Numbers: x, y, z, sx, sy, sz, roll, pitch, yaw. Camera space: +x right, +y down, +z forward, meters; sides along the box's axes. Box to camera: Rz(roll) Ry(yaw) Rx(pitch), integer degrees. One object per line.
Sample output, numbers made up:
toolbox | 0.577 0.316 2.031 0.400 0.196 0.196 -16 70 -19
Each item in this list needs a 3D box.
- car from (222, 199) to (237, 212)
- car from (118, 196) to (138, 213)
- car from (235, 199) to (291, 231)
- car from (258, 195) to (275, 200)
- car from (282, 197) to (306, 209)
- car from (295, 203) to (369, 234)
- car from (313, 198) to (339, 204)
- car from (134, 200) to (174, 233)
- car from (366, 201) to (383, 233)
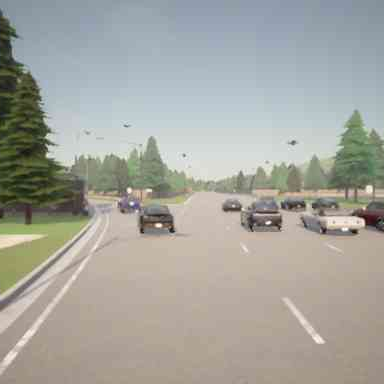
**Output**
car | 4.408 1.430 36.875 1.994 1.385 4.181 0 0 1
car | -6.691 1.248 35.424 2.097 1.767 4.553 0 0 -18
car | 4.058 1.415 19.931 2.128 1.511 4.902 0 0 1
car | 7.891 1.213 36.042 2.097 1.767 4.553 0 0 1
car | 11.431 1.325 37.847 1.882 1.535 5.008 0 0 1
car | 7.530 1.522 18.463 1.895 1.301 4.718 0 0 1
car | 14.906 1.367 37.283 1.812 1.442 4.674 0 0 1
car | -2.198 1.445 19.251 1.837 1.490 4.892 0 0 -12
car | 11.043 1.263 19.086 2.097 1.767 4.553 0 0 1
